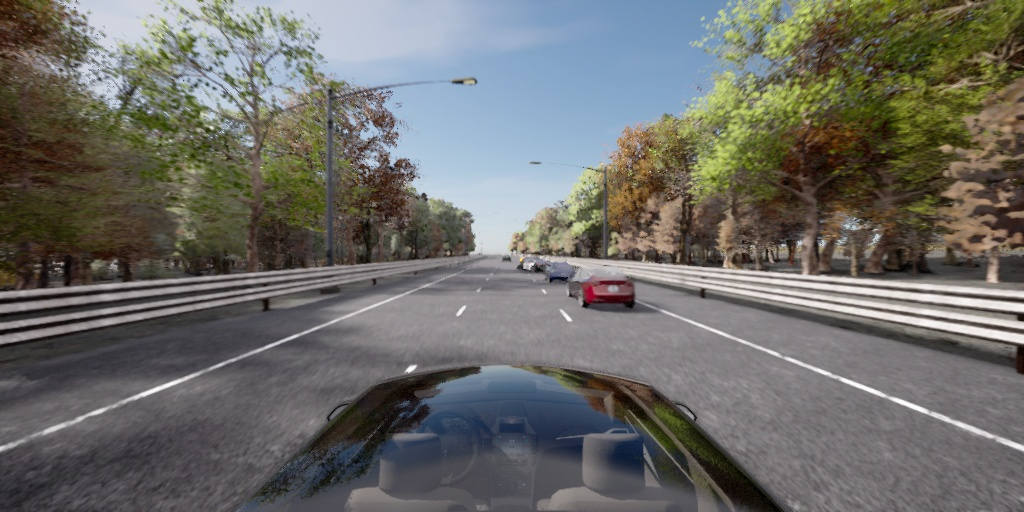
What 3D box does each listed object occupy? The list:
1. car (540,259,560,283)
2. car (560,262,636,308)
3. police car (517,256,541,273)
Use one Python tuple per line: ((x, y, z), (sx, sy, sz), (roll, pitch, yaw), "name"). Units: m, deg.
((3.398, 1.127, 25.656), (1.994, 1.385, 4.181), (0, 0, -1), "car")
((3.473, 1.153, 14.649), (2.163, 1.488, 4.792), (0, 0, 0), "car")
((2.331, 0.973, 38.067), (2.038, 1.542, 4.974), (0, 0, -25), "police car")
